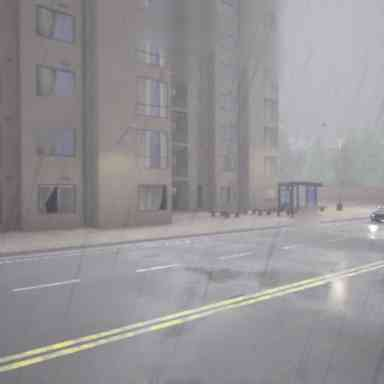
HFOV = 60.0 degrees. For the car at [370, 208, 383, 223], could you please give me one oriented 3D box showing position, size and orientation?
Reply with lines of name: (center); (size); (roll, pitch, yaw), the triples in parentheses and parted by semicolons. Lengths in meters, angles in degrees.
car: (14.024, 1.365, 22.098); (5.357, 1.411, 2.033); (-1, 0, -35)
